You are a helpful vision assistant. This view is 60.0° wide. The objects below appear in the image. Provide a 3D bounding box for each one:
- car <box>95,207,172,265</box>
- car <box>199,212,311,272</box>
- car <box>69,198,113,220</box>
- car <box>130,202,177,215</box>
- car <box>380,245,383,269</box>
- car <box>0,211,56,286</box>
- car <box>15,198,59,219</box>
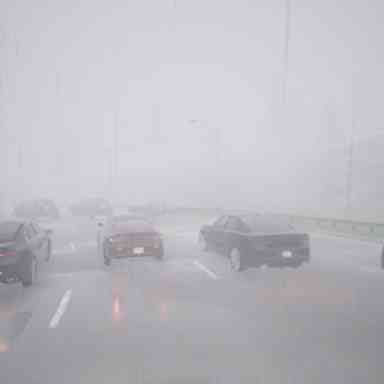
[{"bbox_3d":[-2.238,1.469,11.549,1.812,1.442,4.674,-1,0,-19],"label":"car"},{"bbox_3d":[1.695,1.385,10.648,1.882,1.535,5.008,0,0,-16],"label":"car"},{"bbox_3d":[-8.419,1.252,27.607,2.097,1.767,4.553,-1,1,-43],"label":"car"},{"bbox_3d":[-3.360,1.448,27.373,1.895,1.301,4.718,-1,0,-39],"label":"car"},{"bbox_3d":[6.135,1.238,6.786,2.097,1.767,4.553,-1,0,-9],"label":"car"},{"bbox_3d":[-5.067,1.496,9.086,1.837,1.490,4.892,0,0,-16],"label":"car"},{"bbox_3d":[-12.576,1.302,26.835,4.553,1.767,2.097,0,1,44],"label":"car"}]
